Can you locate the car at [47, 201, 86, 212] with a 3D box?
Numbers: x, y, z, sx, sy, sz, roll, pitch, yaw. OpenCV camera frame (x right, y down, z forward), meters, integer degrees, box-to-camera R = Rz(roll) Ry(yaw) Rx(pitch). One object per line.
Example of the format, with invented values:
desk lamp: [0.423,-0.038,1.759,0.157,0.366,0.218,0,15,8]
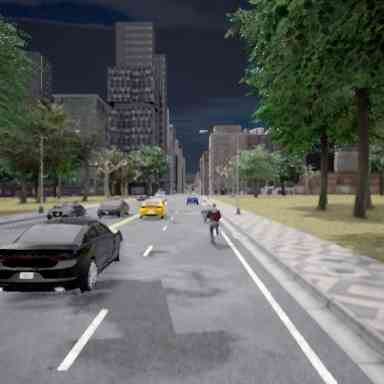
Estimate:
car: [-9.849,1.446,26.339,1.994,1.385,4.181,0,0,0]

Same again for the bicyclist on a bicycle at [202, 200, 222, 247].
bicyclist on a bicycle: [0.892,1.304,13.498,0.659,1.776,1.843,0,0,0]

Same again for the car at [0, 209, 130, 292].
car: [-3.152,1.433,8.826,1.882,1.535,5.008,0,0,0]

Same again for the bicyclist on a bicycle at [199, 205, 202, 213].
bicyclist on a bicycle: [0.892,1.331,22.851,0.866,1.612,1.509,0,0,0]

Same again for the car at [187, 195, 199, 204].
car: [0.094,1.271,57.411,1.882,1.535,5.008,0,0,0]

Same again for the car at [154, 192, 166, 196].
car: [-6.507,0.982,68.882,2.150,2.045,5.566,0,0,0]

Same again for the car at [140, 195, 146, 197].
car: [-9.760,1.332,66.907,1.994,1.385,4.181,0,0,0]

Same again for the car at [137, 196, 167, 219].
car: [-3.154,1.354,27.973,1.882,1.535,5.008,0,0,0]

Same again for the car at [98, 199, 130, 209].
car: [-6.600,1.353,28.315,1.882,1.535,5.008,0,0,0]

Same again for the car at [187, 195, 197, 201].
car: [-0.008,1.311,73.792,1.994,1.385,4.181,0,0,0]
